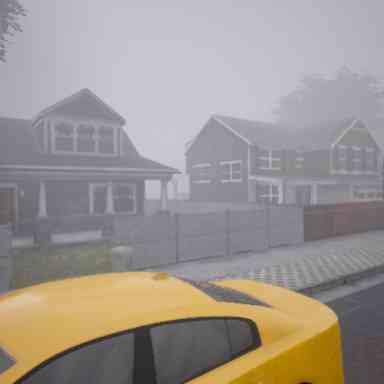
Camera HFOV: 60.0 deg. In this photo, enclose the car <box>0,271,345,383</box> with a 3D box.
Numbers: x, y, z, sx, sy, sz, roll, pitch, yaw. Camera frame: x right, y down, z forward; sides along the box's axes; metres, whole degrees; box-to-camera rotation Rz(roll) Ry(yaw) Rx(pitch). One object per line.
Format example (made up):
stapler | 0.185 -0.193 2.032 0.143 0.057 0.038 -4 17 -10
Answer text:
car | -0.932 1.470 2.400 5.008 1.535 1.882 -1 1 -35
